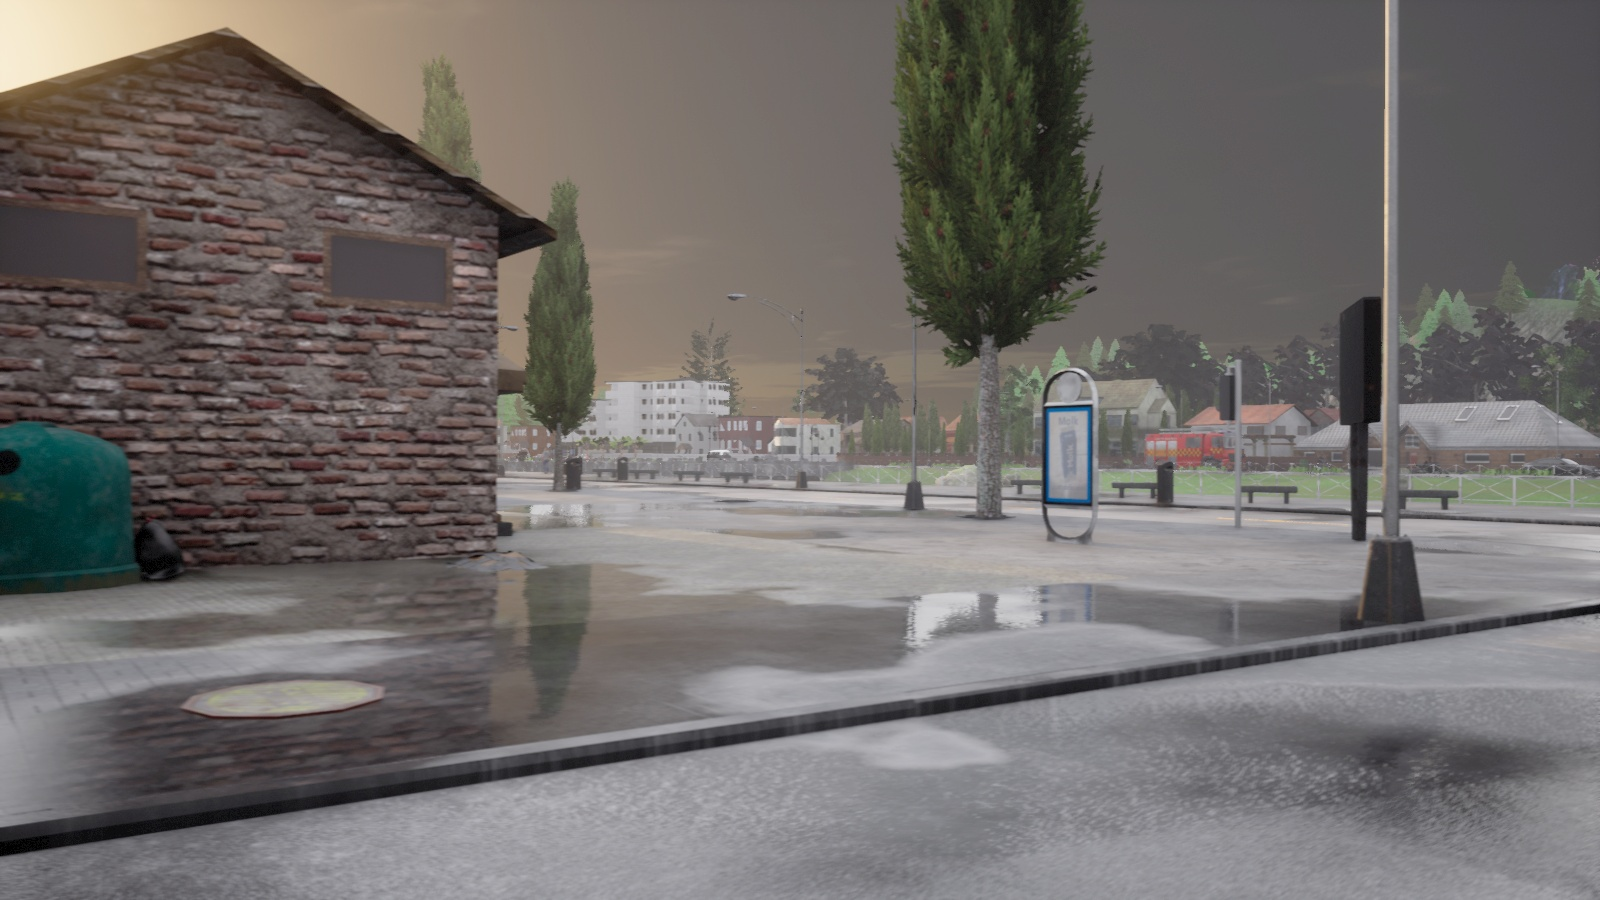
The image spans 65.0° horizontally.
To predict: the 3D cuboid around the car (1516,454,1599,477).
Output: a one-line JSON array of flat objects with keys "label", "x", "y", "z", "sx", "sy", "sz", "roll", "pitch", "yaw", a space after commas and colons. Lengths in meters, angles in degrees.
[{"label": "car", "x": 50.310, "y": 1.004, "z": 83.152, "sx": 1.812, "sy": 1.442, "sz": 4.674, "roll": 0, "pitch": 0, "yaw": -35}]
